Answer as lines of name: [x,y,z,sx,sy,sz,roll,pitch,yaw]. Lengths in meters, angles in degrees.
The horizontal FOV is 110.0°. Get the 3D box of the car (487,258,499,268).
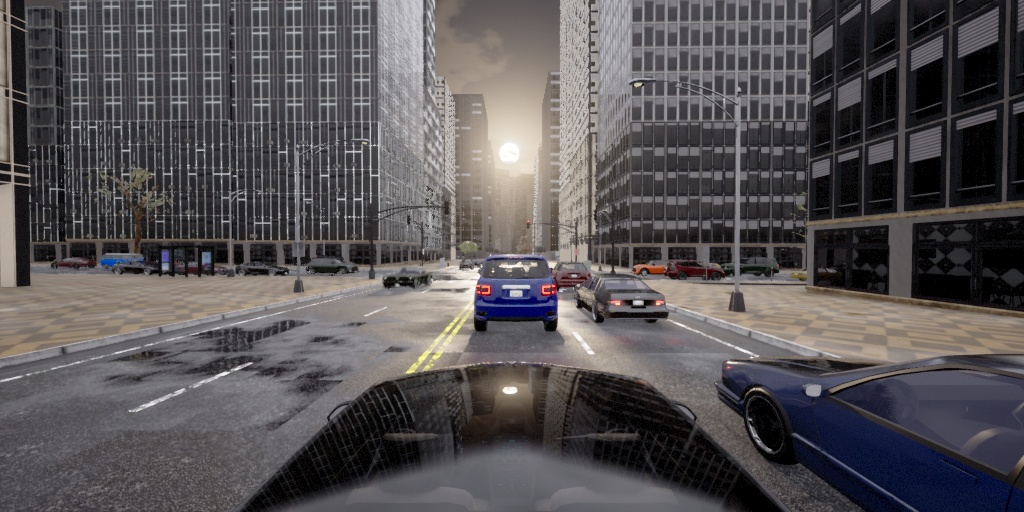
car: [-3.299,1.178,63.024,1.882,1.535,5.008,0,0,0]

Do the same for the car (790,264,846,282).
car: [27.651,1.577,31.908,4.829,1.417,1.751,0,0,1]

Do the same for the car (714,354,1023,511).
car: [3.351,1.297,1.874,2.033,1.411,5.357,0,0,1]

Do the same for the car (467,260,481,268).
car: [-6.551,1.301,62.824,1.895,1.301,4.718,0,0,0]

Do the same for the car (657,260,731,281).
car: [16.203,1.267,32.108,5.009,1.841,2.192,0,0,1]

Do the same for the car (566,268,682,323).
car: [3.354,1.292,12.054,2.033,1.411,5.357,0,0,0]

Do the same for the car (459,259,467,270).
car: [-6.585,1.218,52.521,1.837,1.490,4.892,0,0,-1]

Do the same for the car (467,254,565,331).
car: [0.100,0.967,11.052,2.150,2.045,5.566,0,0,0]

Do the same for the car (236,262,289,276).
car: [-22.722,1.172,32.649,4.313,1.339,1.948,0,0,1]

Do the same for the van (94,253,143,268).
van: [-45.275,0.603,41.624,3.998,1.789,1.690,0,0,1]

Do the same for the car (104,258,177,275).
car: [-34.087,1.068,32.959,4.313,1.339,1.948,0,0,1]

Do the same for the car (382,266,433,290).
car: [-6.434,1.339,22.523,1.895,1.301,4.718,0,0,1]

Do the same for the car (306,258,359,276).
car: [-17.563,0.961,35.249,4.553,1.767,2.097,1,1,1]

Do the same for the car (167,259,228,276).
car: [-28.406,1.136,32.784,4.207,1.307,1.802,0,0,1]

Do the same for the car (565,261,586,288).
car: [3.355,1.091,21.461,2.097,1.767,4.553,0,0,0]

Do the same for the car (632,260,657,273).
car: [15.048,1.200,37.882,4.553,1.767,2.097,0,1,0]

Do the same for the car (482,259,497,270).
car: [-3.319,1.189,53.411,1.882,1.535,5.008,0,0,0]

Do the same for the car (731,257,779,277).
car: [24.900,1.156,37.730,5.566,2.045,2.150,1,1,1]
